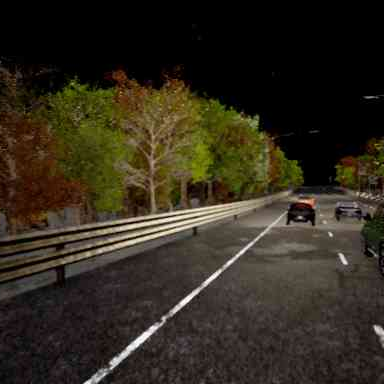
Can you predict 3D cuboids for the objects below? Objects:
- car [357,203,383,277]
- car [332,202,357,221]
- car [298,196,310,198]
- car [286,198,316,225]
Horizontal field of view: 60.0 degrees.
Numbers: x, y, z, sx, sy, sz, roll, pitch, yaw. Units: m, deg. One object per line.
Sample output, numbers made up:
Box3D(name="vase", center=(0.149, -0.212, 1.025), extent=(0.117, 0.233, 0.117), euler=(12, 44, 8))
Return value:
Box3D(name="car", center=(6.701, 1.305, 10.139), extent=(2.150, 2.045, 5.566), euler=(1, 0, 19))
Box3D(name="car", center=(12.962, 1.554, 27.911), extent=(2.128, 1.511, 4.902), euler=(1, 1, 19))
Box3D(name="car", center=(13.932, 1.247, 41.201), extent=(2.097, 1.767, 4.553), euler=(1, 1, 20))
Box3D(name="car", center=(8.067, 1.525, 24.575), extent=(1.882, 1.535, 5.008), euler=(1, 1, 20))
